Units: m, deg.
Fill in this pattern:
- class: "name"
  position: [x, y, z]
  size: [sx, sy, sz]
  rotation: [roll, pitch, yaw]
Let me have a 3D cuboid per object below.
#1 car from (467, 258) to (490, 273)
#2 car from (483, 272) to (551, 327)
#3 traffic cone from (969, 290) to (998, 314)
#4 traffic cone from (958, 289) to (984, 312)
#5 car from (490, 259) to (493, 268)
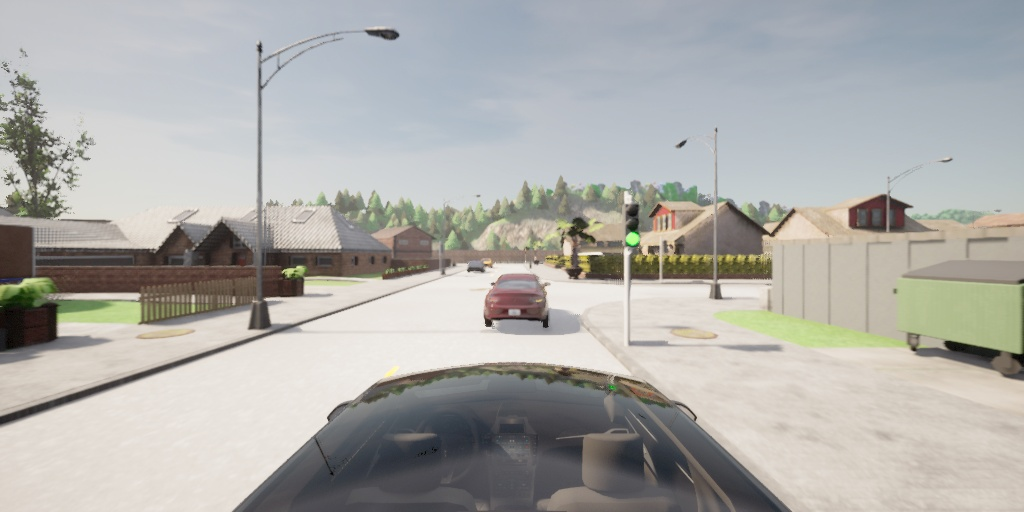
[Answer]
- class: "car"
  position: [-4.055, 1.198, 41.713]
  size: [2.033, 1.411, 5.357]
  rotation: [0, 0, 0]
- class: "car"
  position: [0.249, 1.251, 11.380]
  size: [1.812, 1.442, 4.674]
  rotation: [0, 0, 5]
- class: "traffic cone"
  position: [15.803, 1.542, 12.014]
  size: [0.344, 0.586, 0.344]
  rotation: [0, 0, 0]
- class: "traffic cone"
  position: [16.324, 1.570, 12.734]
  size: [0.344, 0.586, 0.344]
  rotation: [0, 0, 0]
- class: "car"
  position: [-4.016, 1.092, 56.071]
  size: [1.882, 1.535, 5.008]
  rotation: [0, 0, 1]
